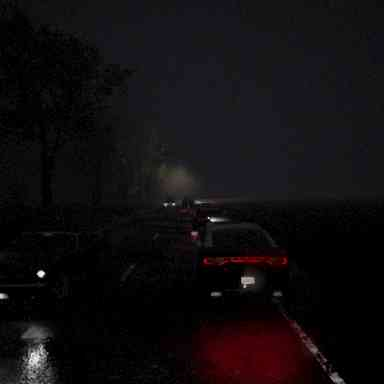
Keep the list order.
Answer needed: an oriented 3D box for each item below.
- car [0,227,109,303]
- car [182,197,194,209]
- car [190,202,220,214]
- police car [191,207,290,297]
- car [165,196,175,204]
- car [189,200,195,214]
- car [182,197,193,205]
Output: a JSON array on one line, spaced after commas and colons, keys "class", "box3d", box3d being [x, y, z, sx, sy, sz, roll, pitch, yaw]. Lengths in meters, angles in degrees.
[{"class": "car", "box3d": [-3.542, 1.602, 8.310, 1.895, 1.301, 4.718, 0, 0, 0]}, {"class": "car", "box3d": [-0.468, 1.631, 46.916, 1.895, 1.301, 4.718, 0, 0, -1]}, {"class": "car", "box3d": [0.945, 1.511, 18.618, 1.837, 1.490, 4.892, 0, 0, -1]}, {"class": "police car", "box3d": [1.017, 1.426, 8.718, 1.930, 1.638, 5.238, 0, 0, 0]}, {"class": "car", "box3d": [-4.452, 1.534, 66.843, 1.882, 1.535, 5.008, 0, 0, -2]}, {"class": "car", "box3d": [0.886, 1.535, 24.623, 1.812, 1.442, 4.674, 0, 0, -1]}, {"class": "car", "box3d": [-0.807, 1.613, 61.882, 1.994, 1.385, 4.181, 0, 0, -1]}]
